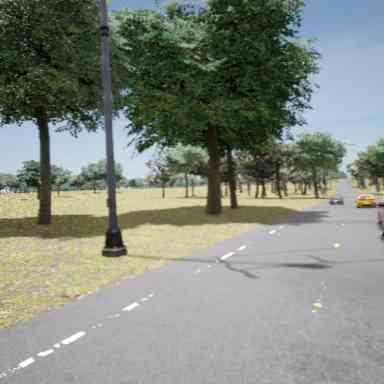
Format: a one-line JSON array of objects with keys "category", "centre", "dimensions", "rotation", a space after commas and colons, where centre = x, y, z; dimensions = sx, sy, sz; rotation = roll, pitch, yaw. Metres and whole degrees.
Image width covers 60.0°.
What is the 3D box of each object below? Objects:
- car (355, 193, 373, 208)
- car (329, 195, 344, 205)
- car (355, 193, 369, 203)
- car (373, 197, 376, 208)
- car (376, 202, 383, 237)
[{"category": "car", "centre": [20.209, 1.011, 38.748], "dimensions": [1.882, 1.535, 5.008], "rotation": [-3, -1, 27]}, {"category": "car", "centre": [21.146, 1.135, 48.772], "dimensions": [2.128, 1.511, 4.902], "rotation": [-3, -1, 26]}, {"category": "car", "centre": [27.382, 0.963, 53.616], "dimensions": [1.812, 1.442, 4.674], "rotation": [-3, -1, 26]}, {"category": "car", "centre": [11.132, 1.133, 17.909], "dimensions": [1.882, 1.535, 5.008], "rotation": [-3, -1, 26]}, {"category": "car", "centre": [8.492, 0.936, 12.548], "dimensions": [2.150, 2.045, 5.566], "rotation": [-3, -1, 26]}]
